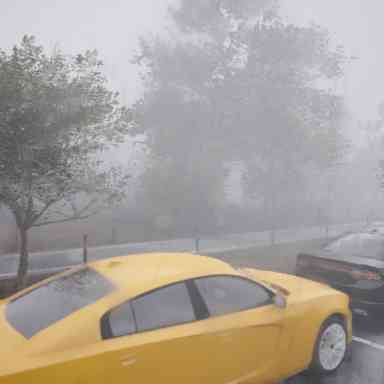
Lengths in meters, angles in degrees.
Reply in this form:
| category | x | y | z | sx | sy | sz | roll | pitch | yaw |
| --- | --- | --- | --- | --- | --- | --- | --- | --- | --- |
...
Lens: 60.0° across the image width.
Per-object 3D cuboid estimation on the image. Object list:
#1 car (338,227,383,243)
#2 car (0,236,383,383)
| category | x | y | z | sx | sy | sz | roll | pitch | yaw |
| --- | --- | --- | --- | --- | --- | --- | --- | --- | --- |
| car | 4.395 | 1.513 | 7.192 | 5.008 | 1.535 | 2.097 | 0 | 0 | -33 |
| car | -0.121 | 1.492 | 3.969 | 5.008 | 1.535 | 2.097 | 0 | 0 | -33 |
